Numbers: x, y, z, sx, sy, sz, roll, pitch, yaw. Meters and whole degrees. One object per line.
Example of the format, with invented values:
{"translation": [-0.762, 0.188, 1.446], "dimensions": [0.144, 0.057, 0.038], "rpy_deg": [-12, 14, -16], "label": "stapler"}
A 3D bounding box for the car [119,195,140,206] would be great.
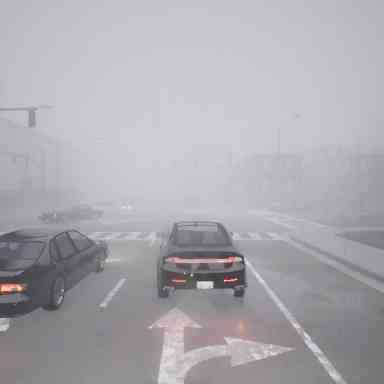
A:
{"translation": [-10.582, 1.491, 56.094], "dimensions": [2.128, 1.511, 4.902], "rpy_deg": [0, 0, 0], "label": "car"}

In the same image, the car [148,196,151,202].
{"translation": [-10.509, 1.525, 75.248], "dimensions": [2.128, 1.511, 4.902], "rpy_deg": [0, 0, 0], "label": "car"}

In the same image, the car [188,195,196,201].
{"translation": [-0.010, 1.478, 87.229], "dimensions": [1.882, 1.535, 5.008], "rpy_deg": [0, 0, 0], "label": "car"}

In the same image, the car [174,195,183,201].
{"translation": [-3.510, 1.524, 86.804], "dimensions": [1.812, 1.442, 4.674], "rpy_deg": [0, 0, 0], "label": "car"}

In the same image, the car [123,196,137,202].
{"translation": [-14.009, 1.540, 75.583], "dimensions": [2.033, 1.411, 5.357], "rpy_deg": [0, 0, 0], "label": "car"}

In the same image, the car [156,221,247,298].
{"translation": [0.114, 1.492, 8.517], "dimensions": [2.128, 1.511, 4.902], "rpy_deg": [0, 0, -3], "label": "car"}

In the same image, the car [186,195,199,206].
{"translation": [0.100, 1.352, 55.503], "dimensions": [2.097, 1.767, 4.553], "rpy_deg": [0, 0, 0], "label": "car"}

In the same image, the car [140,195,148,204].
{"translation": [-10.542, 1.352, 65.060], "dimensions": [2.097, 1.767, 4.553], "rpy_deg": [0, 0, 0], "label": "car"}

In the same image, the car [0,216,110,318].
{"translation": [-3.432, 1.547, 7.712], "dimensions": [2.033, 1.411, 5.357], "rpy_deg": [0, 0, 0], "label": "car"}

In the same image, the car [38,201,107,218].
{"translation": [-8.738, 1.601, 24.259], "dimensions": [1.895, 1.301, 4.718], "rpy_deg": [0, 0, 27], "label": "car"}

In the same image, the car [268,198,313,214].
{"translation": [10.195, 1.564, 35.200], "dimensions": [4.181, 1.385, 1.994], "rpy_deg": [0, 0, -1], "label": "car"}

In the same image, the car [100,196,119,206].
{"translation": [-14.084, 1.601, 55.291], "dimensions": [1.895, 1.301, 4.718], "rpy_deg": [0, 0, 0], "label": "car"}

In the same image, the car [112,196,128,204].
{"translation": [-14.035, 1.547, 64.962], "dimensions": [2.033, 1.411, 5.357], "rpy_deg": [0, 0, 0], "label": "car"}

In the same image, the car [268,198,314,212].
{"translation": [11.535, 1.504, 38.905], "dimensions": [4.892, 1.490, 1.837], "rpy_deg": [0, 0, 2], "label": "car"}
